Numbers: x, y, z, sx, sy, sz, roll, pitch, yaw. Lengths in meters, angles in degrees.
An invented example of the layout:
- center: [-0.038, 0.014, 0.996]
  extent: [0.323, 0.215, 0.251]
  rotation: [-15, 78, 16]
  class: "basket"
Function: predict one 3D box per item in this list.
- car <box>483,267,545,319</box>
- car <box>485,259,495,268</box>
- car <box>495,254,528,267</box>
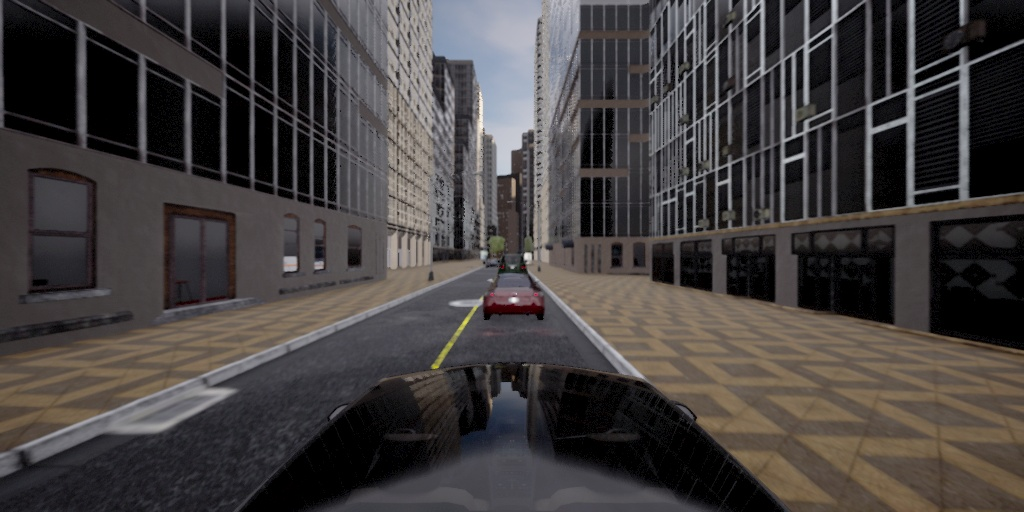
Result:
- center: [0.060, 1.269, 12.647]
  extent: [1.994, 1.385, 4.181]
  rotation: [0, 0, 0]
  class: "car"
- center: [-2.845, 1.136, 53.675]
  extent: [1.994, 1.385, 4.181]
  rotation: [0, 0, 0]
  class: "car"
- center: [0.051, 0.878, 27.787]
  extent: [2.150, 2.045, 5.566]
  rotation: [0, 0, 0]
  class: "car"
